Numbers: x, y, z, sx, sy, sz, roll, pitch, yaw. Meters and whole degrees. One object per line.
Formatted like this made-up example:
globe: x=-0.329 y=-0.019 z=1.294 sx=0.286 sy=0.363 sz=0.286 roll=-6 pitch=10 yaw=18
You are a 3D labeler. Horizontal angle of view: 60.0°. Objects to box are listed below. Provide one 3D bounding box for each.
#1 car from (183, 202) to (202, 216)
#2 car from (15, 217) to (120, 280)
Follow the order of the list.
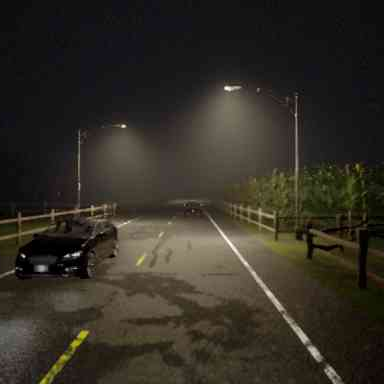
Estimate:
car: x=0.099 y=1.783 z=35.976 sx=1.882 sy=1.535 sz=5.008 roll=0 pitch=0 yaw=0
car: x=-3.568 y=1.577 z=10.362 sx=2.128 sy=1.511 sz=4.902 roll=0 pitch=-1 yaw=0
